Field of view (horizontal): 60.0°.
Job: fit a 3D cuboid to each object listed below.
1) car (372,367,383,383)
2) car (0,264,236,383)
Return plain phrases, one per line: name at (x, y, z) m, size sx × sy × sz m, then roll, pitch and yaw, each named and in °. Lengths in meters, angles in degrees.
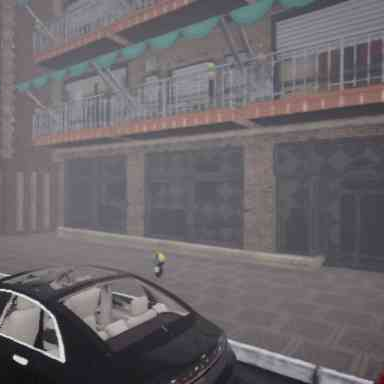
car at (2.972, 1.315, 0.546) m, size 5.009 × 1.841 × 2.192 m, roll 0°, pitch 1°, yaw 35°
car at (-1.639, 1.551, 3.836) m, size 4.403 × 1.369 × 2.008 m, roll 0°, pitch 1°, yaw 35°
